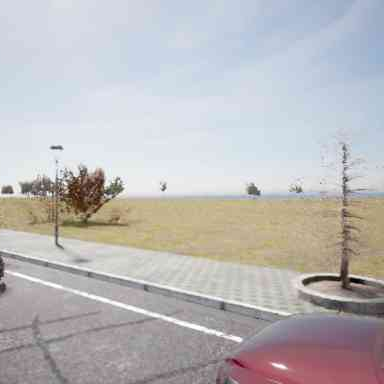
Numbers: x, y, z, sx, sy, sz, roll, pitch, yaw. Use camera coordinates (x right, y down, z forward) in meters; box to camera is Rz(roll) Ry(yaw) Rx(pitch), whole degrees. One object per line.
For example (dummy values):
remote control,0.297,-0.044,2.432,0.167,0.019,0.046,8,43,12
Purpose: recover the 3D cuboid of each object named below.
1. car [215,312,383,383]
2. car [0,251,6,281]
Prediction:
car,2.418,1.436,1.831,4.856,1.649,2.033,0,0,35
car,-6.455,1.538,8.237,4.181,1.385,1.994,0,0,36
